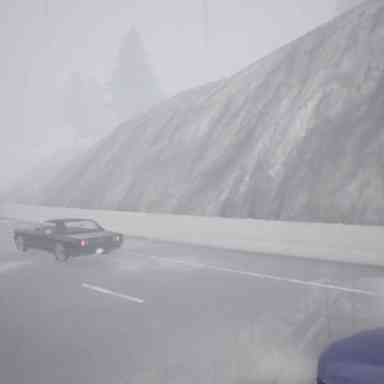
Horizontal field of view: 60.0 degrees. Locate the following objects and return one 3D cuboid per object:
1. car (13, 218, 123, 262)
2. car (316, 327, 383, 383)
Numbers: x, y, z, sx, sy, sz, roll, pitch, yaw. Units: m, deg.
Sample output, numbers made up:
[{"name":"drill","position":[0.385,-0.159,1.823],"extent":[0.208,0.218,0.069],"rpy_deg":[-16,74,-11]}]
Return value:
[{"name":"car","position":[-4.710,1.619,12.222],"extent":[4.718,1.301,1.895],"rpy_deg":[0,0,40]},{"name":"car","position":[3.132,1.534,1.837],"extent":[4.674,1.442,1.812],"rpy_deg":[0,0,35]}]
